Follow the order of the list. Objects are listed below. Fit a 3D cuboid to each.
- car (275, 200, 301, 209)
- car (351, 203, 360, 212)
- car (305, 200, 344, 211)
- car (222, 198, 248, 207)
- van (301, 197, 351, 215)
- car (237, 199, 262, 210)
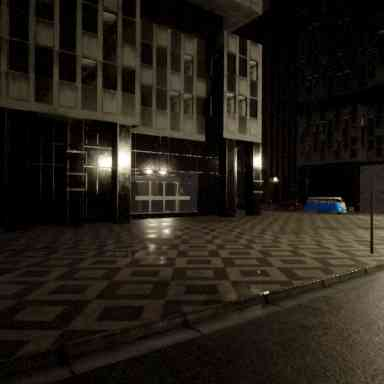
[{"bbox_3d":[14.042,1.820,48.291,1.802,1.307,4.206,0,0,-36],"label":"car"},{"bbox_3d":[20.615,1.726,39.103,1.947,1.339,4.313,0,0,-36],"label":"car"},{"bbox_3d":[17.328,1.750,43.697,2.008,1.369,4.403,0,0,-36],"label":"car"},{"bbox_3d":[7.369,1.841,57.617,1.752,1.417,4.829,0,0,-36],"label":"car"},{"bbox_3d":[13.687,1.426,34.137,1.690,1.788,3.998,0,0,-36],"label":"van"},{"bbox_3d":[7.114,1.708,43.324,1.887,1.381,4.507,0,0,-36],"label":"car"}]
